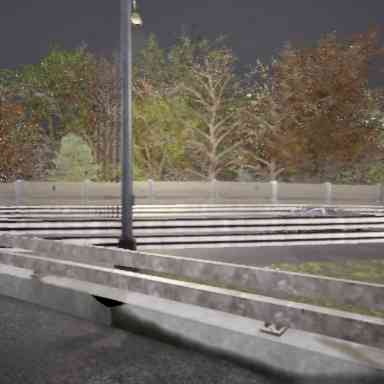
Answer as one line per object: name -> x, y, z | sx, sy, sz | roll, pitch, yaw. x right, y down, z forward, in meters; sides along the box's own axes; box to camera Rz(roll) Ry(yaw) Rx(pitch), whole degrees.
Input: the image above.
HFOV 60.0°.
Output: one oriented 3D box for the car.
car -> 5.734, 1.447, 16.104 | 4.902, 1.511, 2.128 | -1, 0, -10
